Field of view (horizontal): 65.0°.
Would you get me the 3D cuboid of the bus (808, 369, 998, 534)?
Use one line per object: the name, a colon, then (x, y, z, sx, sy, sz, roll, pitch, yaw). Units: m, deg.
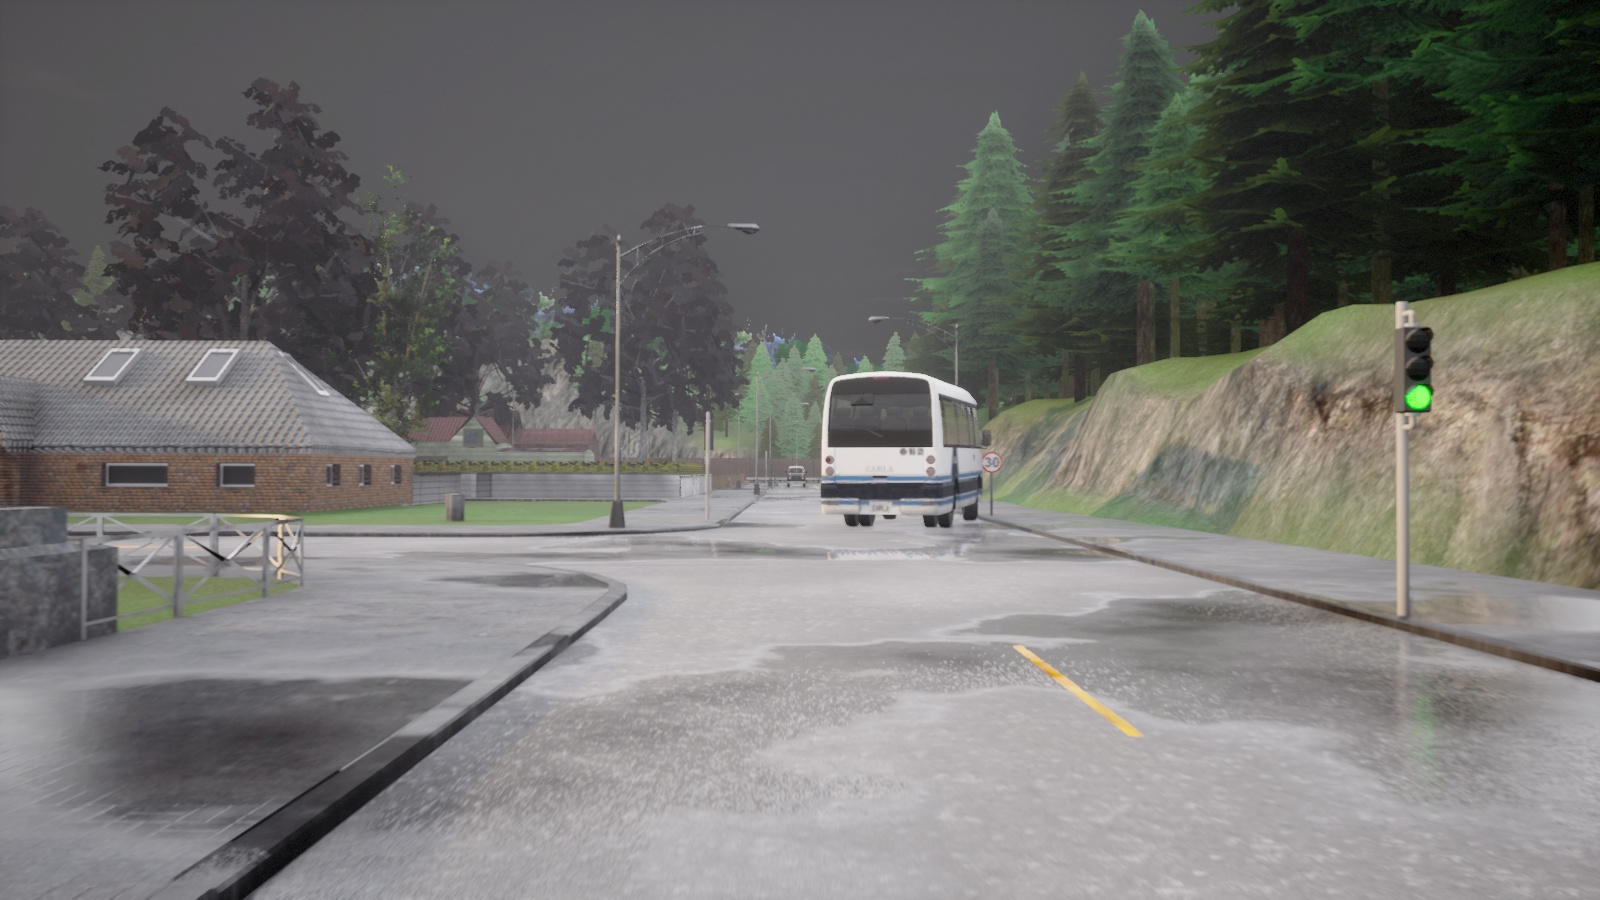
bus: (3.443, 0.075, 37.875, 3.944, 4.253, 10.273, -1, 0, 15)
